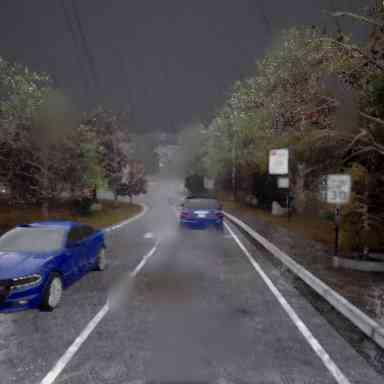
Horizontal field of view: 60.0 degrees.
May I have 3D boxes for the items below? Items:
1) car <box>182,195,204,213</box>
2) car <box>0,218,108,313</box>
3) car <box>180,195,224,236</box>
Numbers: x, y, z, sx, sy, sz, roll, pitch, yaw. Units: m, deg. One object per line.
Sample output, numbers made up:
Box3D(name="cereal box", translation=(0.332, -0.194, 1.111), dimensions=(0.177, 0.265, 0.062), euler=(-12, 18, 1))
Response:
Box3D(name="car", translation=(0.025, 1.255, 36.357), dimensions=(2.097, 1.767, 4.553), euler=(0, 0, -4))
Box3D(name="car", translation=(-3.458, 1.449, 7.886), dimensions=(1.882, 1.535, 5.008), euler=(0, 0, 1))
Box3D(name="car", translation=(0.506, 1.185, 18.174), dimensions=(2.150, 2.045, 5.566), euler=(0, 0, 1))
